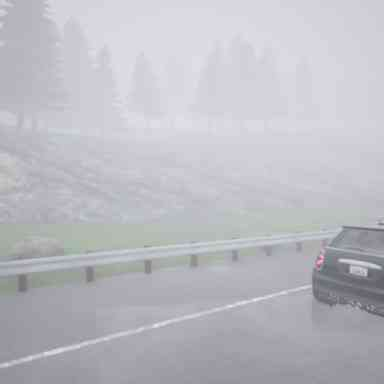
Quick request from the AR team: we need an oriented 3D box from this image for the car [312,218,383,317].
[{"bbox_3d":[4.552,1.347,6.778,4.553,1.767,2.097,0,0,-34],"label":"car"}]
